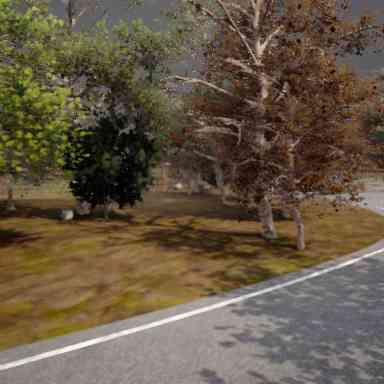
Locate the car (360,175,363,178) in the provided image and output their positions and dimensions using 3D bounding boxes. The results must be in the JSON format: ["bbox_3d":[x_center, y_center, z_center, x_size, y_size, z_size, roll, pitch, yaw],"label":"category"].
[{"bbox_3d":[32.812,-3.199,69.097,4.902,1.511,2.128,-4,3,-1],"label":"car"}]

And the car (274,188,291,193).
[{"bbox_3d":[12.494,-0.424,44.706,1.812,1.442,4.674,-5,3,-5],"label":"car"}]

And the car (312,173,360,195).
[{"bbox_3d":[16.897,-0.818,40.282,2.150,2.045,5.566,-6,4,-23],"label":"car"}]
